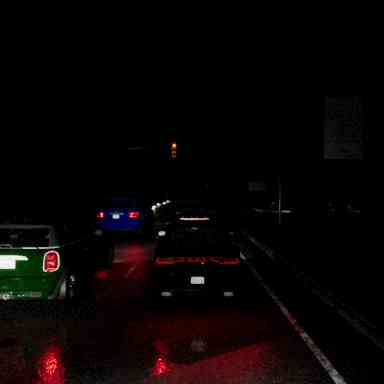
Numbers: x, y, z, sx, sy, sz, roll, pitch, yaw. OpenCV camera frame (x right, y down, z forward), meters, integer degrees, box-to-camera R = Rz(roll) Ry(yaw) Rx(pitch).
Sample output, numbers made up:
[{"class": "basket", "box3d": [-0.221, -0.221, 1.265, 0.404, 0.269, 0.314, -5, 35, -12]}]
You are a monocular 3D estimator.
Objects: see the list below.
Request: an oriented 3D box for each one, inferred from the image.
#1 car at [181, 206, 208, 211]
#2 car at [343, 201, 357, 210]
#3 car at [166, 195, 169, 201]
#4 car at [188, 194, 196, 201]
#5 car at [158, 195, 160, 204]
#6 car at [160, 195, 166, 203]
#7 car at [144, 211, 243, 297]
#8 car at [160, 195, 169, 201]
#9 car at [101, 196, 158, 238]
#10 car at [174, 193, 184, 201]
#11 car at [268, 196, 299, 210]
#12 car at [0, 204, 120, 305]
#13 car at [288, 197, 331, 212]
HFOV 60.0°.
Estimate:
[{"class": "car", "box3d": [0.119, 1.491, 18.108, 2.128, 1.511, 4.902, 0, 0, 0]}, {"class": "car", "box3d": [20.570, 1.562, 41.446, 4.181, 1.385, 1.994, 0, 0, 3]}, {"class": "car", "box3d": [-6.923, 1.478, 75.347, 1.882, 1.535, 5.008, 0, 0, 0]}, {"class": "car", "box3d": [0.088, 1.348, 85.927, 2.097, 1.767, 4.553, 0, 0, 0]}, {"class": "car", "box3d": [-7.029, 1.505, 55.758, 1.837, 1.490, 4.892, 0, 0, 0]}, {"class": "car", "box3d": [-6.964, 1.547, 65.538, 2.033, 1.411, 5.357, 0, 0, 1]}, {"class": "car", "box3d": [0.109, 1.478, 8.609, 1.882, 1.535, 5.008, 0, 0, 0]}, {"class": "car", "box3d": [-6.913, 1.459, 85.372, 1.882, 1.535, 5.008, 0, 0, 0]}, {"class": "car", "box3d": [-3.402, 1.221, 17.852, 2.150, 2.045, 5.566, 0, 0, 1]}, {"class": "car", "box3d": [-3.412, 1.218, 85.608, 2.150, 2.045, 5.566, 0, 0, 0]}, {"class": "car", "box3d": [11.989, 1.352, 41.936, 4.553, 1.767, 2.097, 0, 0, 3]}, {"class": "car", "box3d": [-3.392, 1.352, 8.234, 2.097, 1.767, 4.553, 0, 0, 0]}, {"class": "car", "box3d": [13.746, 1.564, 38.328, 4.181, 1.385, 1.994, 0, 0, 3]}]
